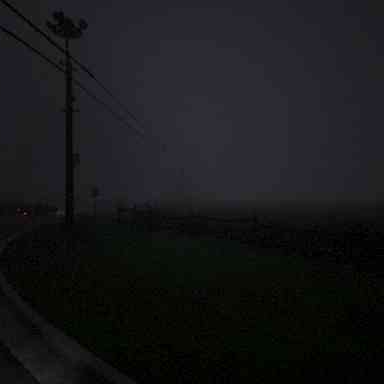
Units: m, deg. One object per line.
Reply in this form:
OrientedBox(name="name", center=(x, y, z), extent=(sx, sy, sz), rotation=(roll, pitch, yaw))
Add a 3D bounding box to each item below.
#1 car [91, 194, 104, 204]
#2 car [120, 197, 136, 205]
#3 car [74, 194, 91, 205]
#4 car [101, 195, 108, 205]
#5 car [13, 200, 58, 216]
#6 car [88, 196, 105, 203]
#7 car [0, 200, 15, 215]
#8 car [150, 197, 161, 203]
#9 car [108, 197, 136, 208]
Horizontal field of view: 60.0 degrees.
OrientedBox(name="car", center=(-19.356, 1.464, 69.684), extent=(2.150, 2.045, 5.566), rotation=(0, 0, 5))
OrientedBox(name="car", center=(-12.644, 1.694, 66.241), extent=(1.882, 1.535, 5.008), rotation=(0, 0, 5))
OrientedBox(name="car", center=(-23.097, 1.456, 67.241), extent=(2.150, 2.045, 5.566), rotation=(0, 0, 5))
OrientedBox(name="car", center=(-16.088, 1.830, 67.009), extent=(1.895, 1.301, 4.718), rotation=(0, 0, 5))
OrientedBox(name="car", center=(-15.559, 1.737, 33.703), extent=(1.895, 1.301, 4.718), rotation=(0, 0, 5))
OrientedBox(name="car", center=(-22.138, 1.633, 77.586), extent=(2.128, 1.511, 4.902), rotation=(0, 0, 5))
OrientedBox(name="car", center=(-18.919, 1.641, 35.375), extent=(2.128, 1.511, 4.902), rotation=(0, 0, 5))
OrientedBox(name="car", center=(-8.234, 1.826, 75.899), extent=(1.895, 1.301, 4.718), rotation=(0, 0, 5))
OrientedBox(name="car", center=(-10.480, 1.659, 50.560), extent=(2.128, 1.511, 4.902), rotation=(0, 0, 5))
